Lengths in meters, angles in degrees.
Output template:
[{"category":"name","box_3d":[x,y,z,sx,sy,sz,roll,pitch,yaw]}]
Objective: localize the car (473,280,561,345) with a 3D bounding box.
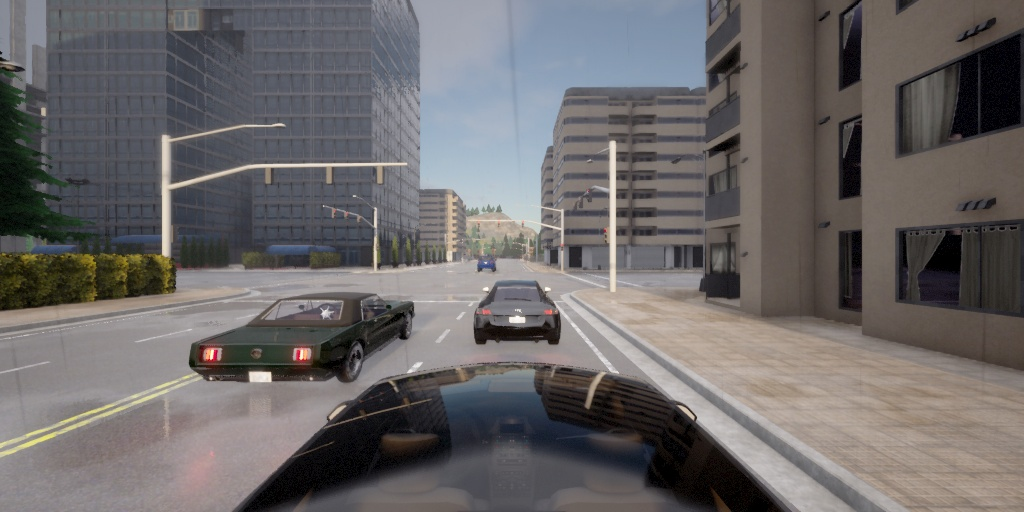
[{"category":"car","box_3d":[0.130,1.314,9.545,1.994,1.385,4.181,0,0,1]}]

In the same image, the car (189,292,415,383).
[{"category":"car","box_3d":[-3.381,1.351,7.067,1.895,1.301,4.718,0,0,0]}]

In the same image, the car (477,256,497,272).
[{"category":"car","box_3d":[-3.211,0.971,46.305,2.150,2.045,5.566,0,0,0]}]
